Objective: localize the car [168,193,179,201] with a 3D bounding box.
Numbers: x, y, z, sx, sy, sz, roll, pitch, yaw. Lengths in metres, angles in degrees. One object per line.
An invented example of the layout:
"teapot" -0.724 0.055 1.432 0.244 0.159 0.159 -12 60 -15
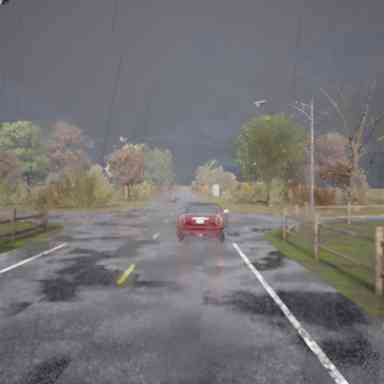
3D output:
"car" -3.934 1.051 71.575 2.128 1.511 4.902 0 0 -1

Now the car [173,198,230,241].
"car" 0.691 1.260 16.235 2.097 1.767 4.553 0 0 9

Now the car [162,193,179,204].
"car" -3.813 0.996 55.898 2.097 1.767 4.553 0 0 0
